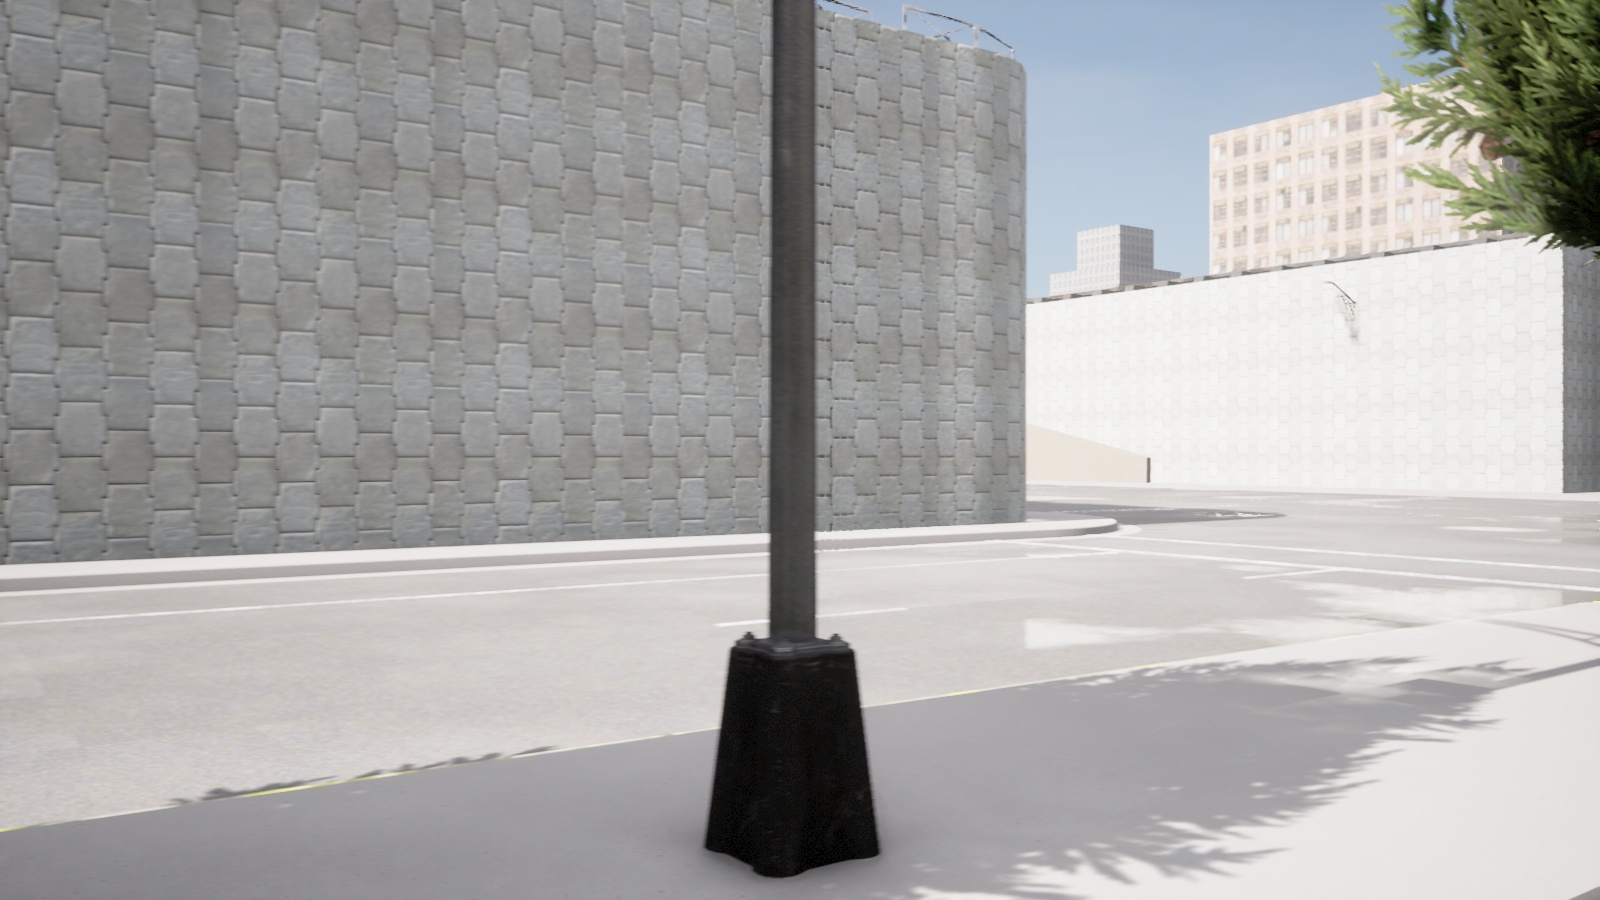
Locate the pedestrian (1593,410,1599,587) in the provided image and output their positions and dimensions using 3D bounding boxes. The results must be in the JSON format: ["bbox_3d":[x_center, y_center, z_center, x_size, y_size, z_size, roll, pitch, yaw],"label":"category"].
[{"bbox_3d":[8.943,0.503,13.187,0.900,1.855,0.874,0,0,43],"label":"pedestrian"}]
